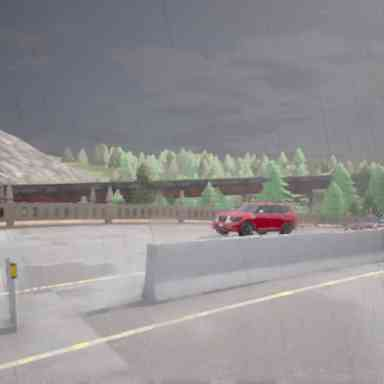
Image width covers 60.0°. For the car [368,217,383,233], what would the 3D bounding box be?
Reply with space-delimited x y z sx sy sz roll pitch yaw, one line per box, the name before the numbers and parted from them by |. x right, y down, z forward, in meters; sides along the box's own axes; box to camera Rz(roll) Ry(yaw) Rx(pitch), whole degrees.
car | 21.466 3.681 36.395 4.892 1.490 1.837 6 -3 -35

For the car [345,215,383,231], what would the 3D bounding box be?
car | 11.607 2.210 20.818 4.553 1.767 2.097 5 -3 -35

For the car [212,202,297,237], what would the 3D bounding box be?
car | 3.830 1.596 19.585 5.566 2.045 2.150 4 -2 -35
